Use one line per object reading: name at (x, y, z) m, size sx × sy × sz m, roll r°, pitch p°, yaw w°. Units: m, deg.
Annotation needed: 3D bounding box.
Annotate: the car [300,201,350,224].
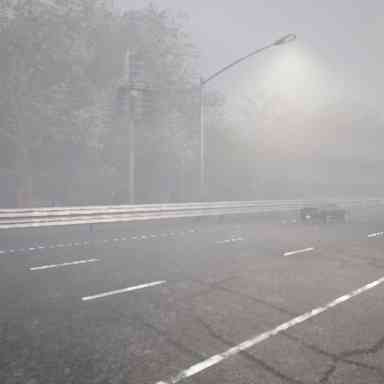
car at (9.761, 1.428, 24.323) m, size 4.892 × 1.490 × 1.837 m, roll 0°, pitch 0°, yaw -41°
